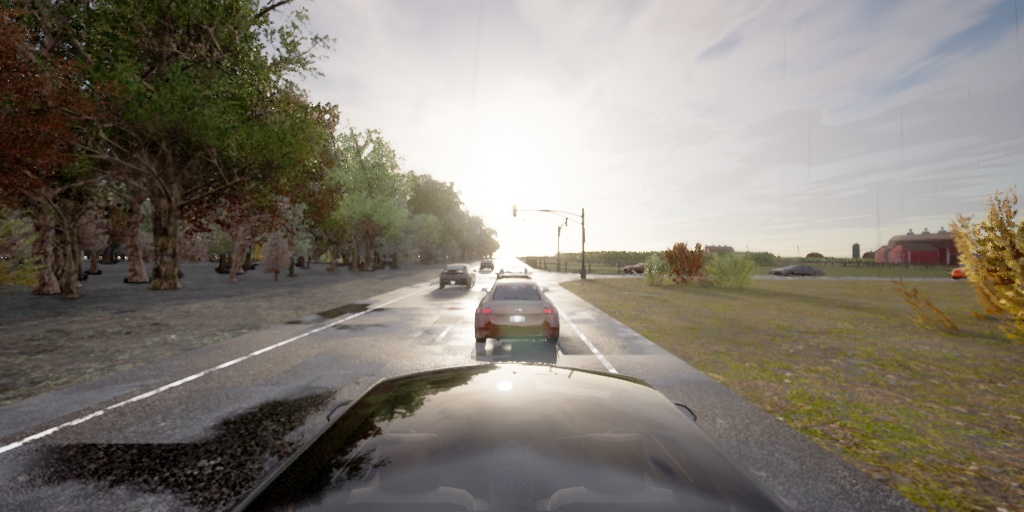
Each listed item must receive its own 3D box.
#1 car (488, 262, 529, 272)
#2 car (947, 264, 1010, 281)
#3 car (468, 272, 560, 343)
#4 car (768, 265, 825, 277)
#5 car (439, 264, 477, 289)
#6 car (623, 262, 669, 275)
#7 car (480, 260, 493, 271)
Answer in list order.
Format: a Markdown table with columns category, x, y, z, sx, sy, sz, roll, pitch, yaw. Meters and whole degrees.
| category | x | y | z | sx | sy | sz | roll | pitch | yaw |
| --- | --- | --- | --- | --- | --- | --- | --- | --- | --- |
| car | 0.094 | 1.243 | 18.573 | 2.128 | 1.511 | 4.902 | 0 | 0 | 0 |
| car | 48.889 | 1.628 | 37.213 | 4.553 | 1.767 | 2.097 | 1 | -1 | 0 |
| car | 0.100 | 1.315 | 9.675 | 1.994 | 1.385 | 4.181 | 0 | 0 | 0 |
| car | 32.401 | 1.703 | 40.875 | 5.357 | 1.411 | 2.033 | 1 | -1 | 0 |
| car | -3.407 | 1.257 | 23.069 | 1.837 | 1.490 | 4.892 | 0 | 0 | 0 |
| car | 15.260 | 1.447 | 41.070 | 5.008 | 1.535 | 1.882 | 1 | -1 | 2 |
| car | -3.421 | 1.255 | 50.324 | 1.837 | 1.490 | 4.892 | 0 | 0 | 0 |
